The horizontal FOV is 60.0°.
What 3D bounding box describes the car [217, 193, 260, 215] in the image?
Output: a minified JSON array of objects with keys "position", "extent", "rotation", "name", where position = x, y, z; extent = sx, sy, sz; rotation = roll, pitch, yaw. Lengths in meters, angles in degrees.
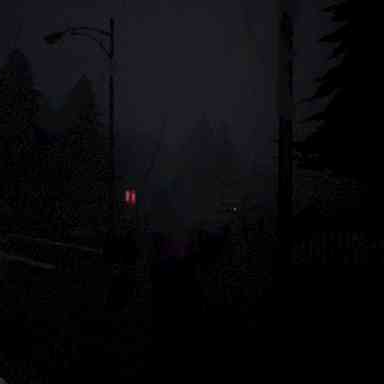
[{"position":[4.624,1.087,32.384],"extent":[2.150,2.045,5.566],"rotation":[1,1,36],"name":"car"}]
